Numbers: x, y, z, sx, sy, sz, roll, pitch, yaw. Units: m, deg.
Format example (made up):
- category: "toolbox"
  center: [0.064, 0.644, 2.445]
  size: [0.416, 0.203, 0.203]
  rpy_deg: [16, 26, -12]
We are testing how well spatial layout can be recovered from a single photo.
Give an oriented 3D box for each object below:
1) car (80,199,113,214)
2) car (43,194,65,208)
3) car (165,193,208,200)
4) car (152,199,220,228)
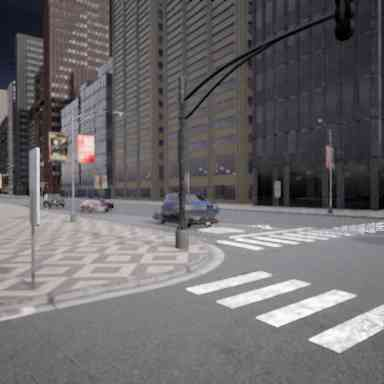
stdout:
- category: "car"
  center: [-10.228, 1.457, 34.643]
  size: [1.812, 1.442, 4.674]
  rpy_deg: [0, 0, -35]
- category: "car"
  center: [-20.443, 1.331, 49.090]
  size: [2.150, 2.045, 5.566]
  rpy_deg: [0, 0, -36]
- category: "car"
  center: [-0.218, 1.087, 26.230]
  size: [2.150, 2.045, 5.566]
  rpy_deg: [0, 0, -36]
- category: "car"
  center: [-0.606, 1.415, 21.193]
  size: [2.033, 1.411, 5.357]
  rpy_deg: [0, 0, -35]
